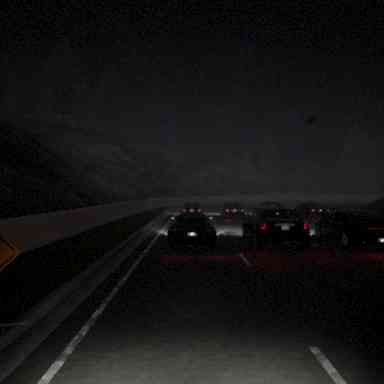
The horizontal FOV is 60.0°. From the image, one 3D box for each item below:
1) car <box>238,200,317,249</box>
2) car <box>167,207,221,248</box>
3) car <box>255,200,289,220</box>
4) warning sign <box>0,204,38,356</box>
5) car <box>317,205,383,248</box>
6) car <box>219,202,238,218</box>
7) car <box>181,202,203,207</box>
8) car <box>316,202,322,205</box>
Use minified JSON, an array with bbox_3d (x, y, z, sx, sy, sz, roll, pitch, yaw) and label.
[{"bbox_3d":[3.500,1.366,14.620,2.097,1.767,4.553,0,0,0],"label":"car"},{"bbox_3d":[0.000,1.573,14.650,1.994,1.385,4.181,0,0,0],"label":"car"},{"bbox_3d":[7.000,1.517,29.650,1.837,1.490,4.892,0,0,0],"label":"car"},{"bbox_3d":[-3.050,1.114,4.655,1.300,1.860,1.060,0,0,0],"label":"warning sign"},{"bbox_3d":[7.000,1.517,14.650,1.837,1.490,4.892,0,0,0],"label":"car"},{"bbox_3d":[3.500,1.563,29.650,2.033,1.411,5.357,0,0,0],"label":"car"},{"bbox_3d":[0.000,1.563,29.650,2.033,1.411,5.357,0,0,0],"label":"car"},{"bbox_3d":[10.500,1.563,29.650,2.033,1.411,5.357,0,0,0],"label":"car"}]
